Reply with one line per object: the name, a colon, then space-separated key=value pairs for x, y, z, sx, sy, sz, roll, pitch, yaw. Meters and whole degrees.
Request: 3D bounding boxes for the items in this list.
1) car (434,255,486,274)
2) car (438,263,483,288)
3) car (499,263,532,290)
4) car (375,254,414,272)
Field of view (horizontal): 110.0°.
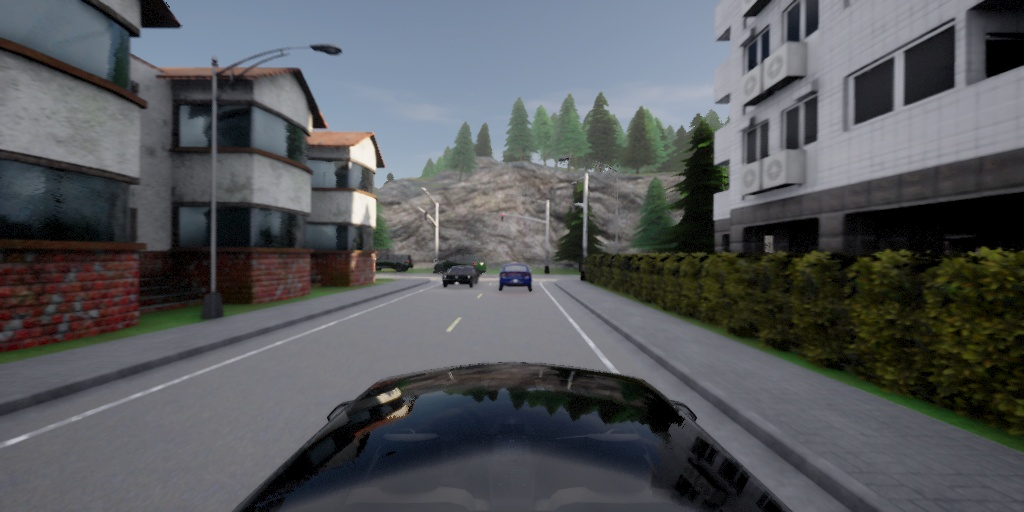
car: x=-5.183 y=0.890 z=35.746 sx=5.566 sy=2.045 sz=2.150 roll=1 pitch=-1 yaw=32
car: x=-3.263 y=1.311 z=23.523 sx=1.895 sy=1.301 sz=4.718 roll=0 pitch=0 yaw=1
car: x=0.214 y=1.205 z=22.098 sx=1.882 sy=1.535 sz=5.008 roll=0 pitch=0 yaw=0
car: x=-14.319 y=0.805 z=41.967 sx=5.566 sy=2.045 sz=2.150 roll=1 pitch=0 yaw=4
